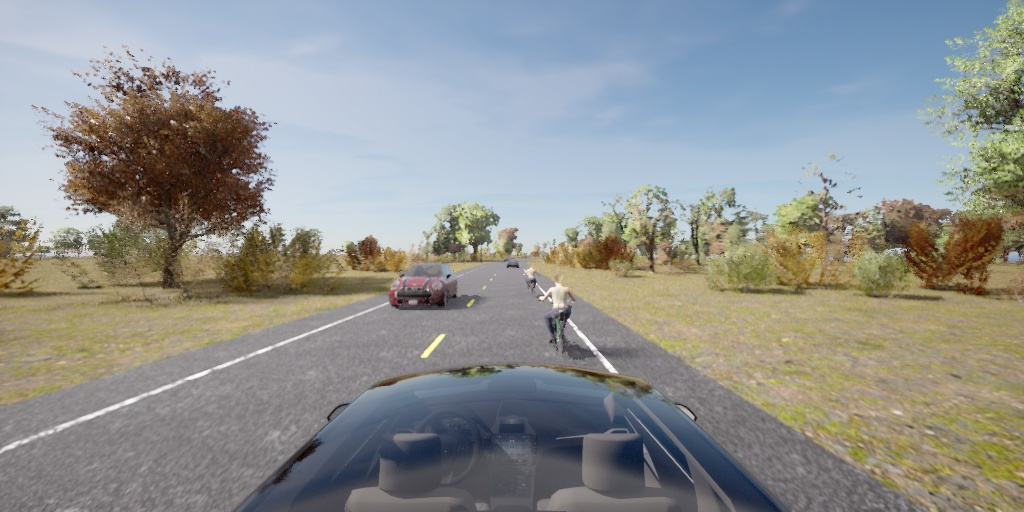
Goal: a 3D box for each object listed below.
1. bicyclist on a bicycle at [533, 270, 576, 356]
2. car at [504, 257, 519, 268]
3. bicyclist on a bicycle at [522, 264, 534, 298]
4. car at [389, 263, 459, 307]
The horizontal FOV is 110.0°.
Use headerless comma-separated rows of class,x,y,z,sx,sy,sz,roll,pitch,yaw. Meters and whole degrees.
bicyclist on a bicycle,0.987,1.187,7.679,0.866,1.612,1.509,0,0,0
car,0.112,1.270,60.281,1.994,1.385,4.181,0,0,0
bicyclist on a bicycle,0.941,1.187,17.553,0.866,1.612,1.509,0,0,0
car,-3.598,1.103,15.327,2.097,1.767,4.553,0,0,0
